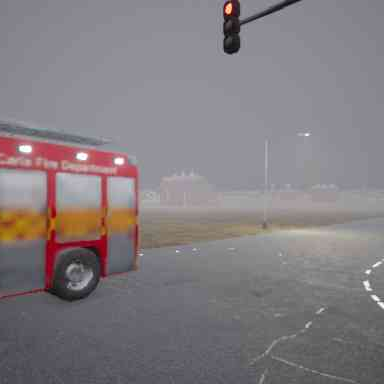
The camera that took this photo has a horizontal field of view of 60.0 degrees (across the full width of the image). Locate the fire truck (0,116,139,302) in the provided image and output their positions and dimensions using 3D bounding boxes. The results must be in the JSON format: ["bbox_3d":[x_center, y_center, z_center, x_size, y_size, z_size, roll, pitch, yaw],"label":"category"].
[{"bbox_3d":[-5.036,0.399,6.248,2.891,3.827,8.468,-1,-2,40],"label":"fire truck"}]
